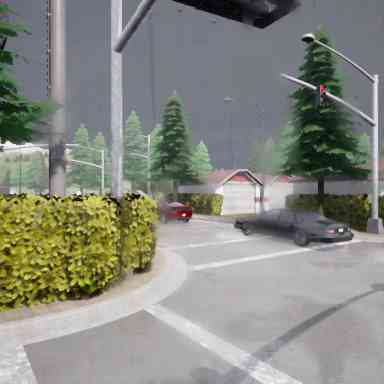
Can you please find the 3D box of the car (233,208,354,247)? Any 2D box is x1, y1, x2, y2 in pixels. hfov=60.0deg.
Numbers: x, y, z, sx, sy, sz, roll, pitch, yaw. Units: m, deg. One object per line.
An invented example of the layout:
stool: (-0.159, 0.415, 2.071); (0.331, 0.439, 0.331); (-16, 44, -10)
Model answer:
car: (4.253, 1.422, 14.787); (2.033, 1.411, 5.357); (0, 2, -35)

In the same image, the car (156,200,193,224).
car: (-1.945, 1.305, 23.380); (1.882, 1.535, 5.008); (-1, 1, -35)
